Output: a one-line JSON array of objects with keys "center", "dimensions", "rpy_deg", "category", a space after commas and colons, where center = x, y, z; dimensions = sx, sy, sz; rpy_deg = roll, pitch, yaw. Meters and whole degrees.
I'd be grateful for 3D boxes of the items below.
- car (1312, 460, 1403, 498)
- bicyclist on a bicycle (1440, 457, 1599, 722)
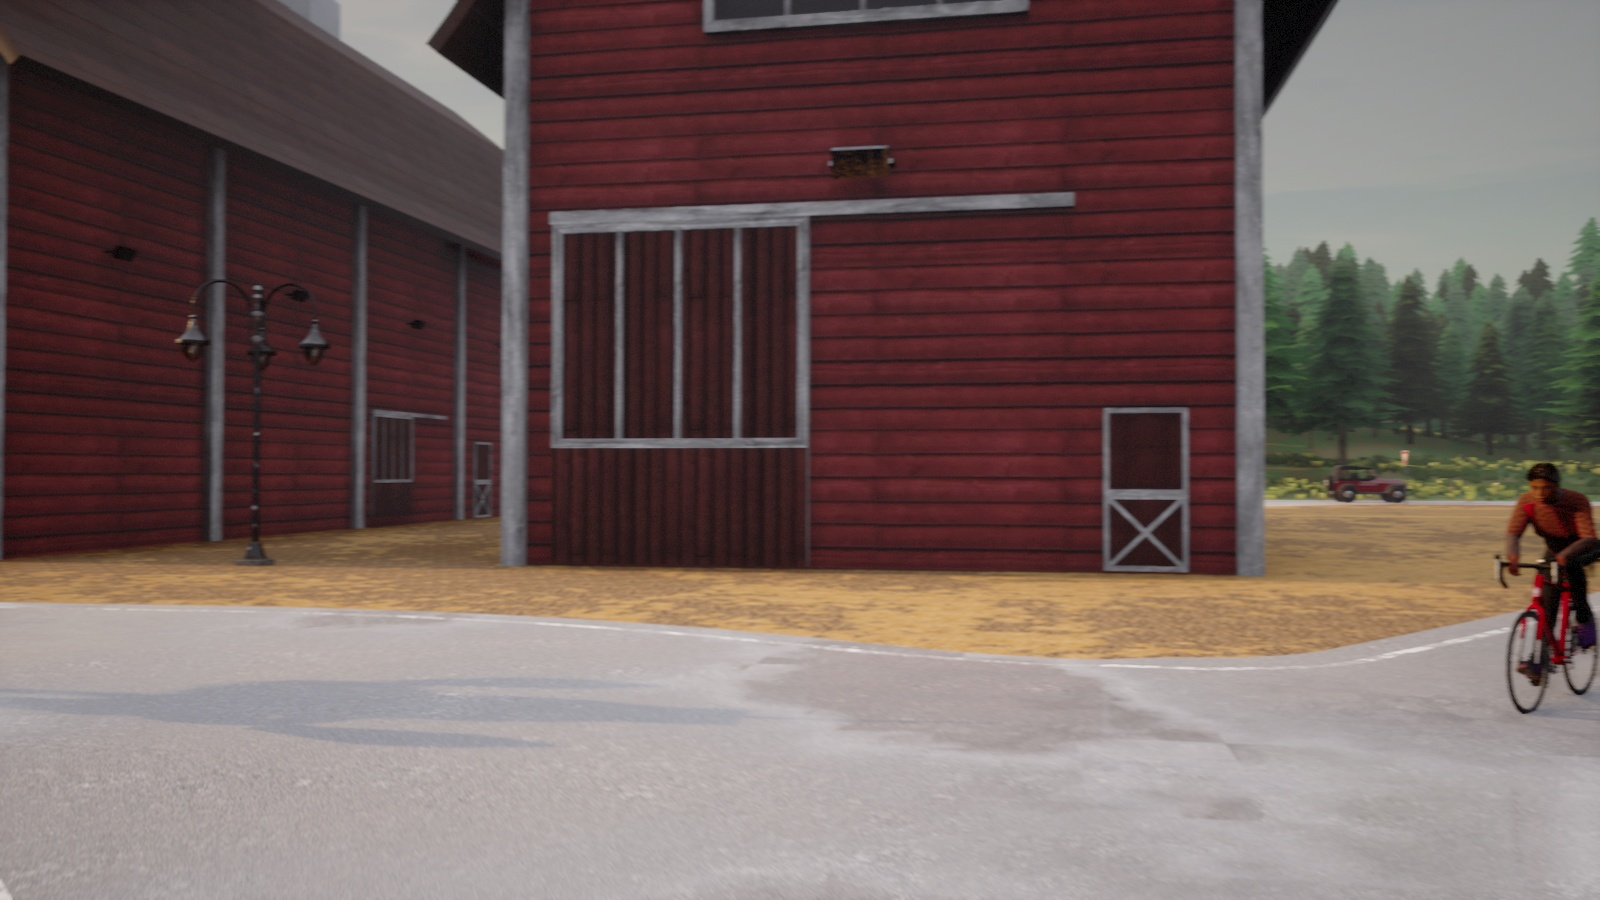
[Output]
[{"center": [28.258, 1.480, 63.769], "dimensions": [3.866, 1.878, 1.905], "rpy_deg": [-1, -1, 11], "category": "car"}, {"center": [5.028, 0.873, 8.555], "dimensions": [1.656, 1.620, 0.582], "rpy_deg": [-1, -1, -41], "category": "bicyclist on a bicycle"}]
